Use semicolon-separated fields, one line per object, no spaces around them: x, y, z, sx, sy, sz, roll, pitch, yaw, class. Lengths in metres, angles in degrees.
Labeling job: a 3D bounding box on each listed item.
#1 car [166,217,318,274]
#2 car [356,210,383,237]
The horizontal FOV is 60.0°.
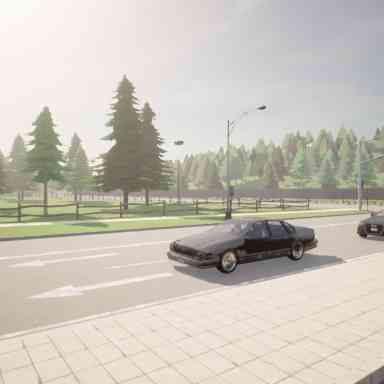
1.861;1.547;10.826;5.357;1.411;2.033;0;0;-35;car
10.102;1.564;16.619;4.181;1.385;1.994;0;0;-35;car
